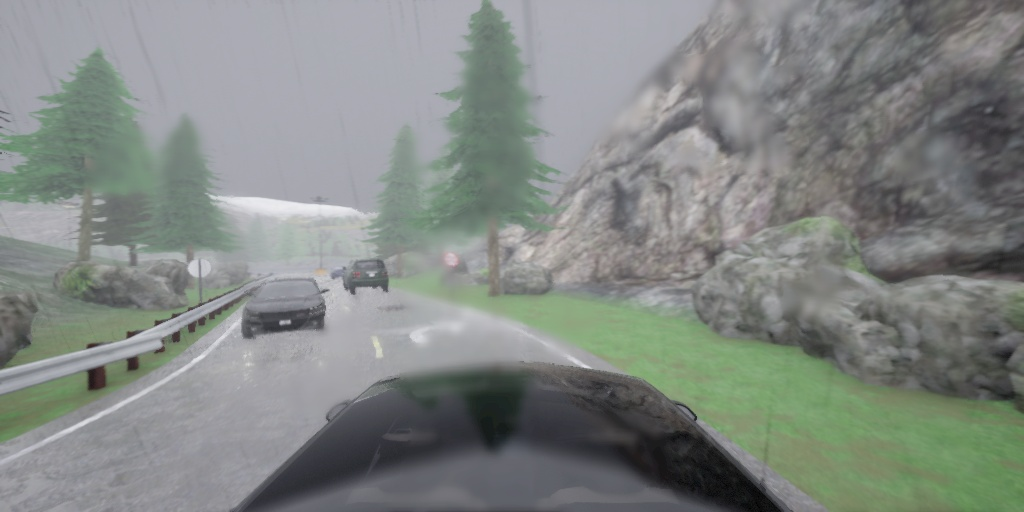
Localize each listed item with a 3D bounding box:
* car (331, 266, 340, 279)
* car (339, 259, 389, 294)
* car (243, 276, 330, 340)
[{"bbox_3d":[-19.100,1.775,40.034,1.812,1.442,4.674,-2,0,-29],"label":"car"},{"bbox_3d":[-9.306,1.210,22.692,2.150,2.045,5.566,-2,0,-30],"label":"car"},{"bbox_3d":[-6.843,1.415,11.130,1.882,1.535,5.008,-2,0,-29],"label":"car"}]
